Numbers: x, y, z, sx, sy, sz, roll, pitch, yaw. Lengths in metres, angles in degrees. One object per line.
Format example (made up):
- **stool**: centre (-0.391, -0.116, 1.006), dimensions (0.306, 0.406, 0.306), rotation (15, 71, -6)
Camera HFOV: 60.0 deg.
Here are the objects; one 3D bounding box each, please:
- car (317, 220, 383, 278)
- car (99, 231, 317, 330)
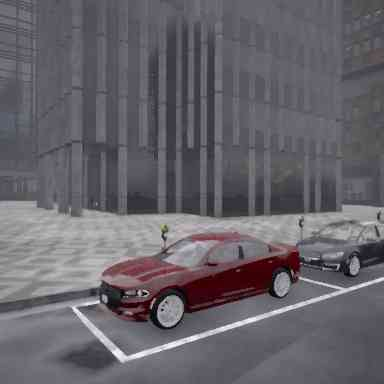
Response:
- **car**: centre (4.856, 1.563, 10.110), dimensions (4.403, 1.369, 2.008), rotation (0, 0, -35)
- **car**: centre (0.359, 1.548, 6.900), dimensions (4.507, 1.381, 1.887), rotation (0, 0, -35)
